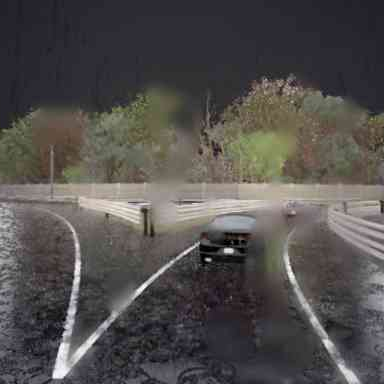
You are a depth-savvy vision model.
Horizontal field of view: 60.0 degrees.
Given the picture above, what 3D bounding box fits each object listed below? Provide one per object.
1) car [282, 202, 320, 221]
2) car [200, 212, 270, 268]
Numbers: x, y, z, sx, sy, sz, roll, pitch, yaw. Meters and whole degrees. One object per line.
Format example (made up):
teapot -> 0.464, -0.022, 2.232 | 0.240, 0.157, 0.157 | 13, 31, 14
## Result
car -> 8.796, 1.478, 26.703 | 1.994, 1.385, 4.181 | 0, 0, 35
car -> 1.580, 1.431, 11.328 | 1.882, 1.535, 5.008 | 0, 0, 14
